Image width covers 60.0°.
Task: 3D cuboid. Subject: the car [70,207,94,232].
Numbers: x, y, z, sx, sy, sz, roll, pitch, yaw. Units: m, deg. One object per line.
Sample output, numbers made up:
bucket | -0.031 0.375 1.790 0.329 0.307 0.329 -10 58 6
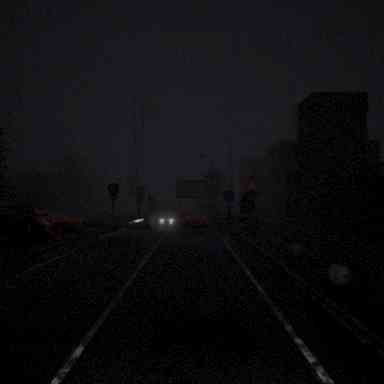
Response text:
car | -9.362 1.815 21.211 5.366 1.575 1.946 0 -2 0

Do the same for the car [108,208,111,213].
car | -21.765 4.184 76.606 5.008 1.535 2.097 0 -3 0

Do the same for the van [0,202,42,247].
van | -9.638 1.436 15.263 4.442 1.987 1.878 0 -1 0

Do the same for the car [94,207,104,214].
car | -21.786 3.926 70.061 4.674 1.452 2.002 0 -3 0

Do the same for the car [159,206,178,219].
car | -3.268 2.823 44.010 1.994 1.385 4.181 0 -3 0

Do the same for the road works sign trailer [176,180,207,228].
road works sign trailer | -0.015 0.857 25.506 2.380 3.560 2.880 0 -2 0

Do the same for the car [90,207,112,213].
car | -21.742 4.367 79.749 4.674 1.452 2.002 0 -3 0

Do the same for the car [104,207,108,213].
car | -21.768 4.036 73.336 4.892 1.521 2.231 0 -3 0

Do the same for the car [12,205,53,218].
car | -21.932 2.655 45.758 4.553 1.767 2.185 0 -3 0

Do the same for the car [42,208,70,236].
car | -9.565 1.610 18.297 4.553 1.767 2.185 0 -2 0
